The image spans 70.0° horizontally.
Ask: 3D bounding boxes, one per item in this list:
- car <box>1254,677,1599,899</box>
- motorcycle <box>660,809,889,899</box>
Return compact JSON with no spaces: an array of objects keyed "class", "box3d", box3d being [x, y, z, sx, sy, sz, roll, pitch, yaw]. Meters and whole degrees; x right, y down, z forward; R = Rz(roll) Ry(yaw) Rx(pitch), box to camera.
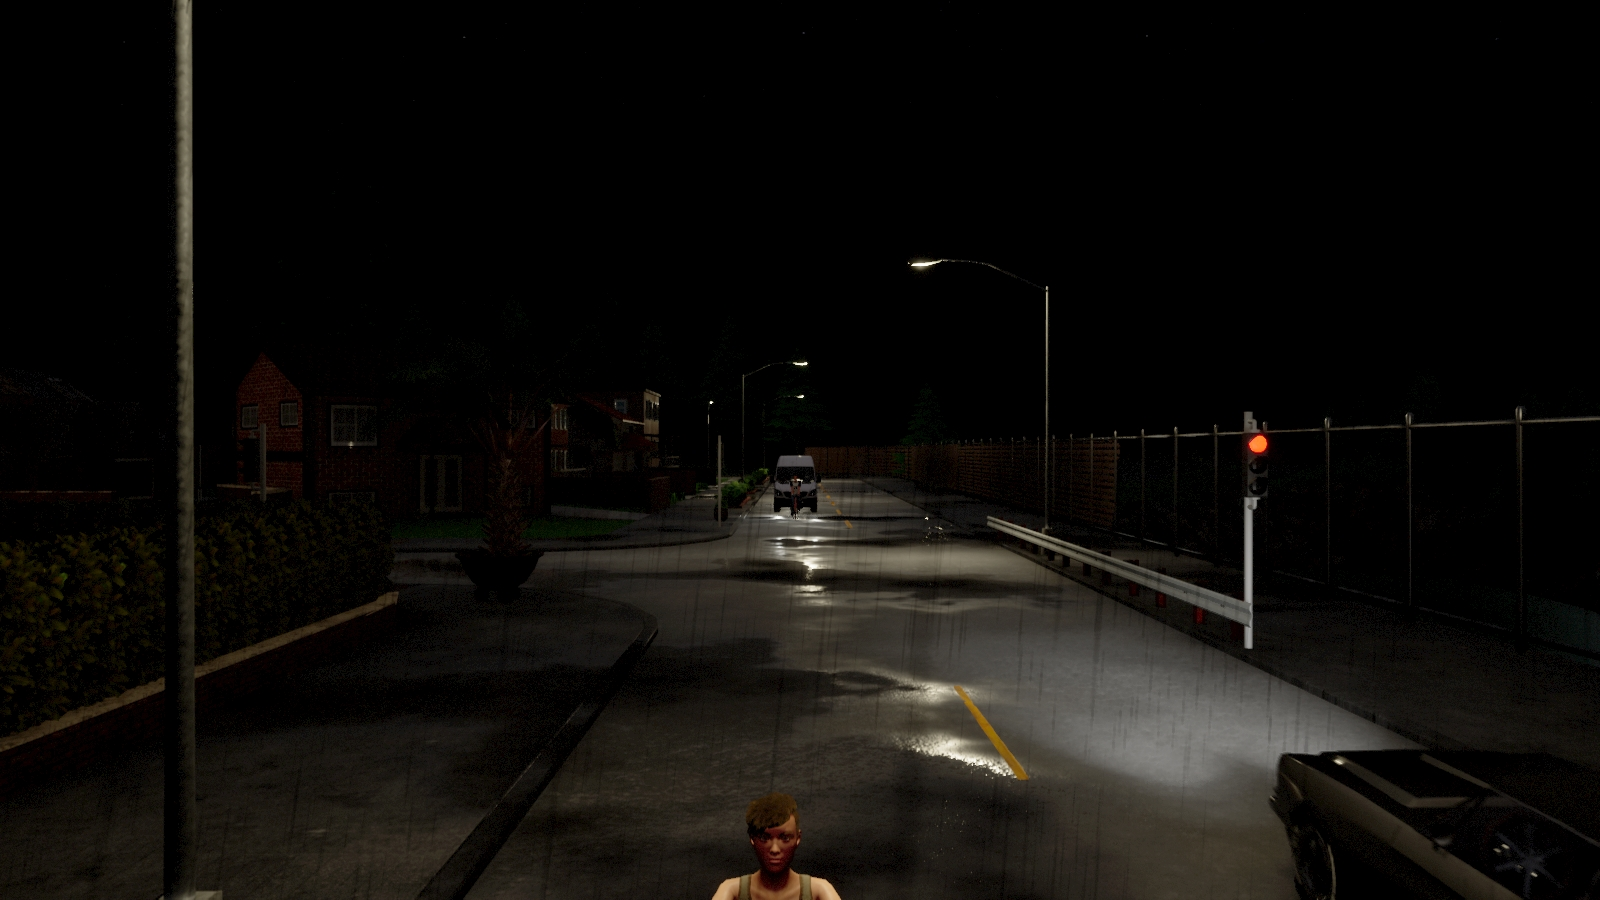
[{"class":"car","box3d":[3.961,2.155,5.217,1.895,1.301,4.718,0,0,0]},{"class":"motorcycle","box3d":[-0.084,2.155,3.595,0.764,1.307,2.356,0,0,-1]}]
